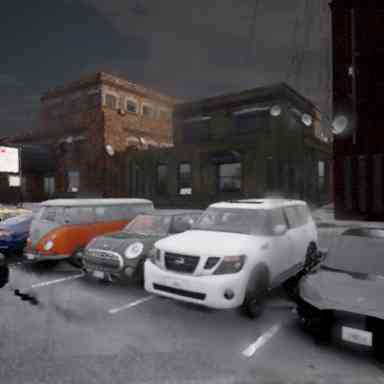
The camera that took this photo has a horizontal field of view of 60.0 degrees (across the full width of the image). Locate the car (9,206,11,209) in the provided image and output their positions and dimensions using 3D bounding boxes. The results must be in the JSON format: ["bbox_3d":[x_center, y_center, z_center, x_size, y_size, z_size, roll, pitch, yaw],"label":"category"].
[{"bbox_3d":[-7.543,1.409,14.527,1.946,1.575,5.366,1,0,35],"label":"car"}]

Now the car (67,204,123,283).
[{"bbox_3d":[-0.888,1.331,9.610,2.185,1.767,4.553,0,0,35],"label":"car"}]

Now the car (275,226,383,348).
[{"bbox_3d":[3.574,1.508,6.367,2.163,1.488,4.792,0,0,35],"label":"car"}]

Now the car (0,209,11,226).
[{"bbox_3d":[-5.405,1.469,12.778,2.002,1.452,4.674,0,0,35],"label":"car"}]

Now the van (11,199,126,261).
[{"bbox_3d":[-3.221,1.218,11.086,1.878,1.987,4.442,0,0,35],"label":"van"}]

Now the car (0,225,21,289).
[{"bbox_3d":[-6.086,1.526,7.696,4.181,1.385,1.994,0,0,35],"label":"car"}]

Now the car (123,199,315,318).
[{"bbox_3d":[1.328,1.217,7.964,2.435,2.045,5.566,0,0,35],"label":"car"}]
